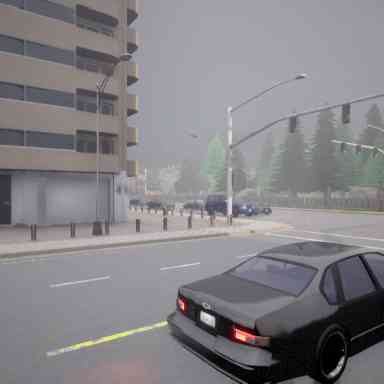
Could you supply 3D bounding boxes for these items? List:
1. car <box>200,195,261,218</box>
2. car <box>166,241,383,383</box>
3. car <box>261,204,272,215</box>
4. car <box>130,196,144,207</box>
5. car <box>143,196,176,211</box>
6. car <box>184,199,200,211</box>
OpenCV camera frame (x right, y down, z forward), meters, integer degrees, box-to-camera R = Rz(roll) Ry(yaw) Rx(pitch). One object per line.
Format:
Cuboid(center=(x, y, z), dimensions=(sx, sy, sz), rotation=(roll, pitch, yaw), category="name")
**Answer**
Cuboid(center=(3.506, 1.277, 31.639), dimensions=(2.150, 2.045, 5.566), rotation=(0, 0, -36), category="car")
Cuboid(center=(2.238, 1.547, 5.377), dimensions=(5.357, 1.411, 2.033), rotation=(0, 0, -35), category="car")
Cuboid(center=(6.127, 1.619, 33.990), dimensions=(1.994, 1.385, 4.181), rotation=(0, 0, -36), category="car")
Cuboid(center=(-8.246, 1.407, 53.984), dimensions=(2.097, 1.767, 4.553), rotation=(0, 0, -35), category="car")
Cuboid(center=(-3.869, 1.560, 41.881), dimensions=(1.837, 1.490, 4.892), rotation=(0, 0, -36), category="car")
Cuboid(center=(0.746, 1.581, 41.477), dimensions=(1.812, 1.442, 4.674), rotation=(0, 0, -36), category="car")
